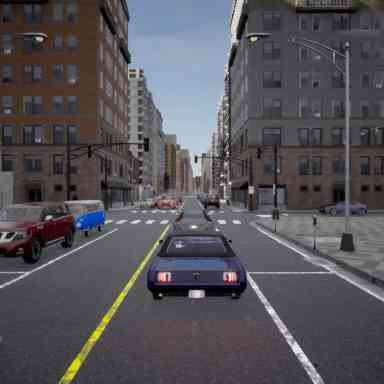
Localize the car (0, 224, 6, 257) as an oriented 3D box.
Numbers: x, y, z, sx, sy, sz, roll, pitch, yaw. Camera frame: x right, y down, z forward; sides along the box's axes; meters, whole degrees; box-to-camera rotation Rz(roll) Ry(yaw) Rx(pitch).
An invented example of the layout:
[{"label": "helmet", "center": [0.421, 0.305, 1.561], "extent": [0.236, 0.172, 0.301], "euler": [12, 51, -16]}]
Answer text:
[{"label": "car", "center": [-5.865, 1.565, 6.463], "extent": [1.947, 1.339, 4.313], "euler": [0, 0, 0]}]

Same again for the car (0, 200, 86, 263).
[{"label": "car", "center": [-5.870, 1.314, 12.104], "extent": [2.192, 1.841, 5.009], "euler": [0, 0, 0]}]

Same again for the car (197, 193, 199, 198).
[{"label": "car", "center": [2.600, 1.381, 73.195], "extent": [1.752, 1.417, 4.829], "euler": [0, 0, 0]}]

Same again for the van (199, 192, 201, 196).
[{"label": "van", "center": [2.611, 1.230, 61.711], "extent": [1.690, 1.788, 3.998], "euler": [0, 0, 0]}]

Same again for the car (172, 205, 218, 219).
[{"label": "car", "center": [0.079, 1.561, 17.141], "extent": [1.994, 1.385, 4.181], "euler": [0, 0, 0]}]

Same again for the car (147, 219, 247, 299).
[{"label": "car", "center": [0.091, 1.600, 8.381], "extent": [1.895, 1.301, 4.718], "euler": [0, 0, 0]}]

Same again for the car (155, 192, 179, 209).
[{"label": "car", "center": [-3.189, 1.291, 43.395], "extent": [2.097, 1.767, 4.553], "euler": [0, 0, 2]}]

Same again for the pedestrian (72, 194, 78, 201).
[{"label": "pedestrian", "center": [-12.585, 1.094, 35.704], "extent": [0.375, 1.860, 0.375], "euler": [0, 0, 1]}]

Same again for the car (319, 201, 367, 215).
[{"label": "car", "center": [14.615, 1.521, 32.284], "extent": [4.181, 1.385, 1.994], "euler": [0, 0, 1]}]

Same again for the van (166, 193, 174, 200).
[{"label": "van", "center": [-5.941, 1.145, 90.000], "extent": [1.690, 1.788, 3.998], "euler": [0, 0, 0]}]

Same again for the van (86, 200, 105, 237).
[{"label": "van", "center": [-5.875, 1.338, 17.745], "extent": [1.690, 1.788, 3.998], "euler": [0, 0, 0]}]

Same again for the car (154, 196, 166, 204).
[{"label": "car", "center": [-5.915, 1.415, 61.556], "extent": [1.752, 1.417, 4.829], "euler": [0, 0, 0]}]

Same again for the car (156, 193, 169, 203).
[{"label": "car", "center": [-5.920, 1.188, 67.381], "extent": [2.192, 1.841, 5.009], "euler": [0, 0, 0]}]

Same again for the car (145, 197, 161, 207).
[{"label": "car", "center": [-5.905, 1.486, 50.416], "extent": [1.947, 1.339, 4.313], "euler": [0, 0, 0]}]

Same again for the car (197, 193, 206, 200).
[{"label": "car", "center": [2.584, 1.119, 89.993], "extent": [2.192, 1.841, 5.009], "euler": [0, 0, 0]}]

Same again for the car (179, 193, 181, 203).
[{"label": "car", "center": [-3.136, 1.417, 53.440], "extent": [1.837, 1.490, 4.892], "euler": [0, 0, 0]}]

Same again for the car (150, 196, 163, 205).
[{"label": "car", "center": [-5.909, 1.431, 55.901], "extent": [1.752, 1.417, 4.829], "euler": [0, 0, 0]}]

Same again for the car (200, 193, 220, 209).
[{"label": "car", "center": [2.627, 1.250, 44.741], "extent": [2.192, 1.841, 5.009], "euler": [0, 0, 0]}]

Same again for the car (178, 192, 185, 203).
[{"label": "car", "center": [-3.094, 1.099, 65.515], "extent": [2.150, 2.045, 5.566], "euler": [0, 0, 1]}]

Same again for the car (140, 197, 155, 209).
[{"label": "car", "center": [-5.899, 1.461, 44.591], "extent": [1.752, 1.417, 4.829], "euler": [0, 0, 0]}]
